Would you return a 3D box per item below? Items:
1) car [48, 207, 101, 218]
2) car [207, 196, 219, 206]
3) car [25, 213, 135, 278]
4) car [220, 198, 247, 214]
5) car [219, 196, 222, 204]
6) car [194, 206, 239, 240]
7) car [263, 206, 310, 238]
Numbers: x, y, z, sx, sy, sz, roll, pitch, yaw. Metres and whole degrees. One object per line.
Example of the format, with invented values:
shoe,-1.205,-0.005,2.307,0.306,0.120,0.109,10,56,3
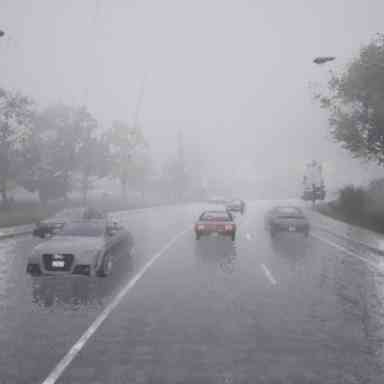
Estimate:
car,-5.957,1.514,17.177,2.033,1.411,5.357,0,0,7
car,4.087,1.440,56.115,1.882,1.535,5.008,0,0,22
car,-3.084,1.547,10.026,1.994,1.385,4.181,0,0,4
car,4.695,1.537,35.112,2.033,1.411,5.357,0,0,14
car,6.096,1.579,51.717,1.895,1.301,4.718,0,0,21
car,1.289,1.592,16.957,1.895,1.301,4.718,0,0,7
car,4.938,1.496,17.770,2.128,1.511,4.902,0,0,7
